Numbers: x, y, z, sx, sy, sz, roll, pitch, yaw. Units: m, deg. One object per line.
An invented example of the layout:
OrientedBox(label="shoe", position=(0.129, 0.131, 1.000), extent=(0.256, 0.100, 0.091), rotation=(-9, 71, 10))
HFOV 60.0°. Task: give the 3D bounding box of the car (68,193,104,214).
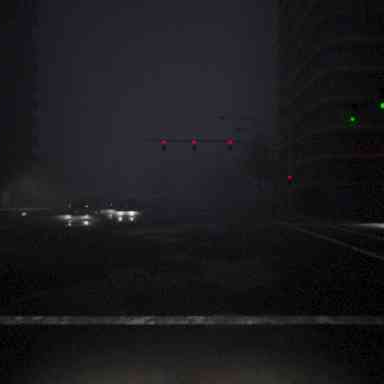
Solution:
OrientedBox(label="car", position=(-10.595, 1.234, 32.955), extent=(2.097, 1.767, 4.553), rotation=(0, 0, 0))

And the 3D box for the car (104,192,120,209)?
OrientedBox(label="car", position=(-10.583, 1.069, 42.601), extent=(2.150, 2.045, 5.566), rotation=(0, 0, 0))

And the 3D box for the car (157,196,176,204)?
OrientedBox(label="car", position=(-4.640, 1.375, 59.304), extent=(1.895, 1.301, 4.718), rotation=(0, 0, -27))

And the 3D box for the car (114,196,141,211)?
OrientedBox(label="car", position=(-7.069, 1.428, 37.910), extent=(1.994, 1.385, 4.181), rotation=(0, 0, 1))
